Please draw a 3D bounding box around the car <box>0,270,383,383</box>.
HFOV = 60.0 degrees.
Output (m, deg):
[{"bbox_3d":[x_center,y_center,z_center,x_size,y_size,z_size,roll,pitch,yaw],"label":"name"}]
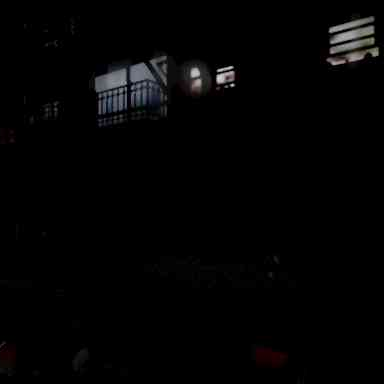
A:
[{"bbox_3d":[-0.029,1.455,2.887,4.097,1.590,1.967,-1,0,36],"label":"car"}]
